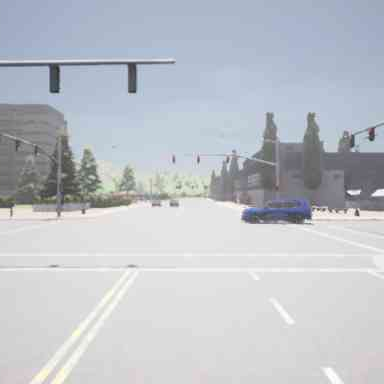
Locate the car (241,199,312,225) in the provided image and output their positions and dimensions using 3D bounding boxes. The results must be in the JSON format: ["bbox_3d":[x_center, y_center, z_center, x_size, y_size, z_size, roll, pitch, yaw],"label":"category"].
[{"bbox_3d":[6.826,1.644,26.999,5.566,2.045,2.150,-1,-1,4],"label":"car"}]

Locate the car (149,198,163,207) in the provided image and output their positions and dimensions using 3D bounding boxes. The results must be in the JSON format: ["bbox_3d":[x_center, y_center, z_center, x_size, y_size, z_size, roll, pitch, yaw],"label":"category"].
[{"bbox_3d":[-7.013,2.262,66.123,1.812,1.442,4.674,0,-1,0],"label":"car"}]

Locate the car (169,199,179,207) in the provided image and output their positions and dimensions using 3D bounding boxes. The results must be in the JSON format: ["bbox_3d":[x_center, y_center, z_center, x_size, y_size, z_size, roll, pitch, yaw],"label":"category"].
[{"bbox_3d":[-3.515,2.214,66.115,1.882,1.535,5.008,0,0,0],"label":"car"}]
